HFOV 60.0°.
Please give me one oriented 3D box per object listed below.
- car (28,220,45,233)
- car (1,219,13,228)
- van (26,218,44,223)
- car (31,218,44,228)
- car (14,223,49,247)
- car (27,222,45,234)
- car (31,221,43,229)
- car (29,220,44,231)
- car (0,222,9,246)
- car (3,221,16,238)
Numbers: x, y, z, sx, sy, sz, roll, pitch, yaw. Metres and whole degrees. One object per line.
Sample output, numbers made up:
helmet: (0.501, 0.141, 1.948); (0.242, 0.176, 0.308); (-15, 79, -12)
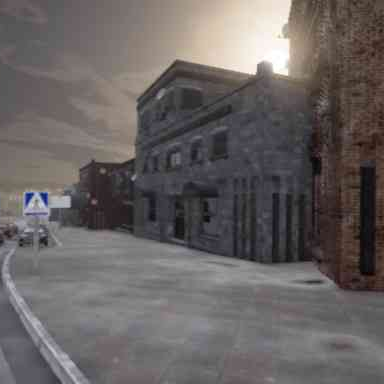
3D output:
car: (-23.084, 5.021, 49.404); (2.185, 1.767, 4.553); (1, -5, -25)
car: (-43.184, 7.329, 77.691); (2.097, 1.767, 4.553); (1, -5, -25)
van: (-16.200, 3.736, 34.405); (1.878, 1.987, 4.442); (1, -5, -25)
car: (-32.250, 6.472, 69.390); (2.435, 2.045, 5.566); (1, -5, -25)
car: (-11.560, 3.207, 24.323); (2.002, 1.452, 4.674); (3, -5, -24)
car: (-20.743, 4.784, 44.296); (2.002, 1.452, 4.674); (1, -5, -25)
car: (-29.987, 6.334, 64.446); (2.097, 1.535, 5.008); (1, -5, -25)
car: (-25.382, 5.416, 54.414); (2.185, 1.767, 4.553); (1, -5, -25)
car: (-15.459, 3.310, 25.361); (1.837, 1.490, 4.892); (1, -5, -25)
car: (-19.783, 4.044, 34.656); (1.837, 1.490, 4.892); (1, -5, -24)
